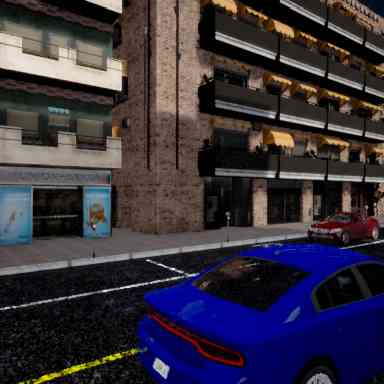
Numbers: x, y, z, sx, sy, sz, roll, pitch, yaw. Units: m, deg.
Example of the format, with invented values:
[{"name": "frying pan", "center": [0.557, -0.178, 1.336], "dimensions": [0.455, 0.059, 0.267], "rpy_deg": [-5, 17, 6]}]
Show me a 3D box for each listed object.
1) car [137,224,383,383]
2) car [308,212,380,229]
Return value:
[{"name": "car", "center": [1.725, 1.478, 4.547], "dimensions": [5.008, 1.535, 1.882], "rpy_deg": [0, 0, -35]}, {"name": "car", "center": [7.172, 1.583, 15.538], "dimensions": [4.206, 1.307, 1.802], "rpy_deg": [0, 0, -35]}]
